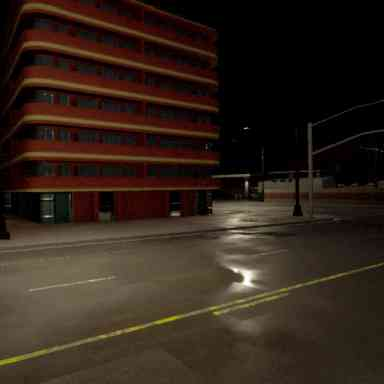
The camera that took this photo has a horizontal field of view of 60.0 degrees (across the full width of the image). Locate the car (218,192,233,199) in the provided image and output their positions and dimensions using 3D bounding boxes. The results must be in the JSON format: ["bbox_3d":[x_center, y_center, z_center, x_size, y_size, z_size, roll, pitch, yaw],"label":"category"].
[{"bbox_3d":[8.918,0.930,86.185,4.611,1.667,2.242,-1,1,-35],"label":"car"}]

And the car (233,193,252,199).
[{"bbox_3d":[12.890,1.061,81.963,3.806,1.475,1.970,-1,1,-35],"label":"car"}]
